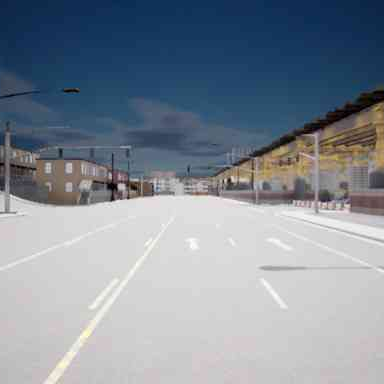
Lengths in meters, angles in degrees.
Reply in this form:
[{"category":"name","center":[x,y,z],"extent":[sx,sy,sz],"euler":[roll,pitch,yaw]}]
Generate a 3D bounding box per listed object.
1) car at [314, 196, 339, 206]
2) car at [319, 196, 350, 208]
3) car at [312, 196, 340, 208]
[{"category":"car","center":[19.469,1.259,48.164],"extent":[1.853,1.218,4.536],"euler":[0,0,44]},{"category":"car","center":[19.476,1.259,43.476],"extent":[1.853,1.218,4.536],"euler":[0,0,-36]},{"category":"car","center":[19.434,1.417,48.126],"extent":[2.038,1.542,4.974],"euler":[0,0,44]}]
